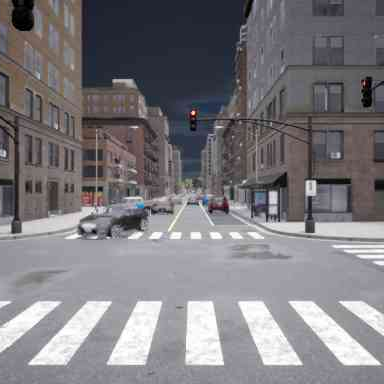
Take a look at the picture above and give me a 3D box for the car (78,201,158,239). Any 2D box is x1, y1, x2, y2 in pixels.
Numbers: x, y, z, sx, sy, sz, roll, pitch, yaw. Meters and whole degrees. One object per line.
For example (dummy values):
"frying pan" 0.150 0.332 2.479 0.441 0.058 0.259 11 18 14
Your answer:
"car" -3.969 1.490 17.613 2.128 1.511 4.902 0 0 19

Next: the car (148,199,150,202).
"car" -5.326 1.561 40.797 1.947 1.339 4.313 0 0 0

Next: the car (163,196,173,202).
"car" -5.253 1.554 73.235 1.947 1.339 4.313 0 0 0

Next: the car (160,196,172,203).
"car" -5.265 1.540 67.828 2.008 1.369 4.403 0 0 0

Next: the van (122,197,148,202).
"van" -5.351 1.338 29.985 1.690 1.788 3.998 0 0 0

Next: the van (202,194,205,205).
"van" 2.790 1.334 51.595 1.690 1.788 3.998 0 0 0

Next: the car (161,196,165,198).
"car" -5.314 1.538 46.203 1.887 1.381 4.507 0 0 0

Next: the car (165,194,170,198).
"car" -5.278 1.516 62.253 1.752 1.417 4.829 0 0 0

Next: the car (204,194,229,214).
"car" 2.773 1.311 35.376 2.192 1.841 5.009 0 0 0

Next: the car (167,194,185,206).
"car" -2.665 1.517 56.456 1.812 1.442 4.674 0 0 1

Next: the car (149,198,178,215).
"car" -2.786 1.560 33.260 1.994 1.385 4.181 0 0 0

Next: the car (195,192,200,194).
"car" 2.429 1.338 84.891 2.097 1.767 4.553 0 0 0

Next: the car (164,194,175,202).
"car" -5.241 1.302 78.641 2.192 1.841 5.009 0 0 0

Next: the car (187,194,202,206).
"car" 0.165 1.556 55.492 1.994 1.385 4.181 0 0 1

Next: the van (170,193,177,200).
"van" -5.204 1.324 94.860 1.690 1.788 3.998 0 0 0

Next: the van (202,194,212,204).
"van" 2.802 1.331 62.408 1.690 1.788 3.998 0 0 0
